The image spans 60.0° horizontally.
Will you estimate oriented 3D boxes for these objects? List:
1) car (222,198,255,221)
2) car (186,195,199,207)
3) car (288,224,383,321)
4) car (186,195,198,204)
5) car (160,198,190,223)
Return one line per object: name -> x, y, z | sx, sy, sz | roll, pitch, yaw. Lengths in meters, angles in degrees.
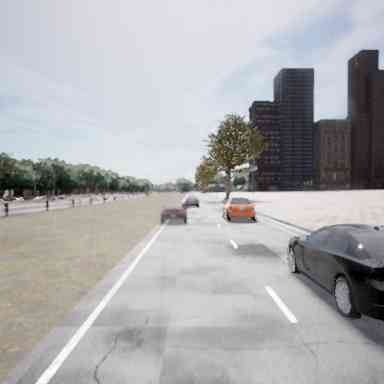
car -> 3.584, 1.218, 26.129 | 2.097, 1.767, 4.553 | 0, 0, 0
car -> 0.019, 1.359, 46.241 | 1.994, 1.385, 4.181 | 0, 0, 1
car -> 3.597, 1.435, 7.308 | 1.882, 1.535, 5.008 | 0, 0, 0
car -> -0.039, 1.281, 60.344 | 2.033, 1.411, 5.357 | 0, 0, 0
car -> -1.240, 1.400, 24.136 | 1.812, 1.442, 4.674 | 0, 0, 0
